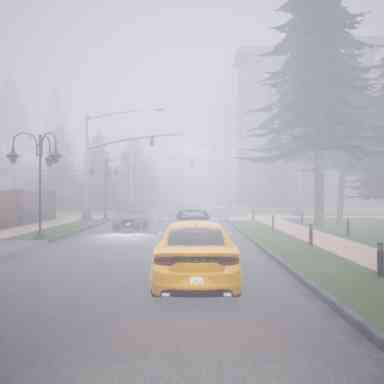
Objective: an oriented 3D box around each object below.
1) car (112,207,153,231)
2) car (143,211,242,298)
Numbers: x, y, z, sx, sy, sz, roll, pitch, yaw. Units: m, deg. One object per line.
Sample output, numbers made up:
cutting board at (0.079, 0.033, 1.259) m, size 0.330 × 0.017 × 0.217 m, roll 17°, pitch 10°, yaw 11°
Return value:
car at (-3.570, 1.608, 20.542) m, size 1.994 × 1.385 × 4.181 m, roll 0°, pitch 0°, yaw 0°
car at (0.082, 1.478, 8.596) m, size 1.882 × 1.535 × 5.008 m, roll 0°, pitch 0°, yaw 0°
